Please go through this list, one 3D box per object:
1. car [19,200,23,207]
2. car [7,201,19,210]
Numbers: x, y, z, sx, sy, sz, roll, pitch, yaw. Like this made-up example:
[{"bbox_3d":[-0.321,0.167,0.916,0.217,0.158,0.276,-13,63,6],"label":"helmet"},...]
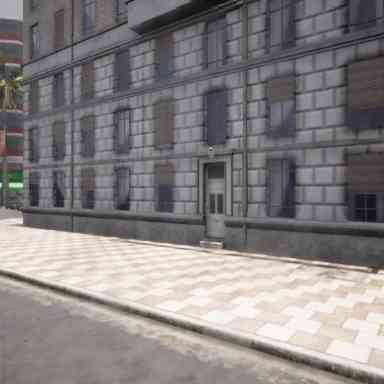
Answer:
[{"bbox_3d":[-17.725,1.526,40.103,1.812,1.442,4.674,0,0,36],"label":"car"},{"bbox_3d":[-20.821,1.564,41.787,1.994,1.385,4.181,0,0,36],"label":"car"}]
